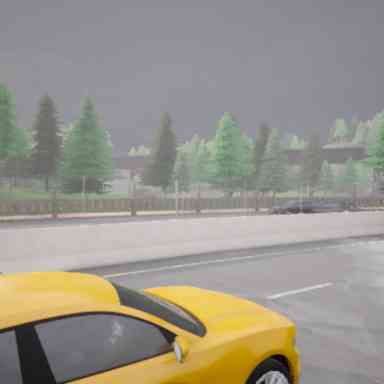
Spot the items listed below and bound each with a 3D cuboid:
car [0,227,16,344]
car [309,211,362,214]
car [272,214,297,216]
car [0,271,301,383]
[{"bbox_3d":[-5.198,1.445,4.211,5.008,1.535,1.882,0,0,-37],"label":"car"},{"bbox_3d":[11.115,1.478,25.406,4.181,1.385,1.994,0,0,-22],"label":"car"},{"bbox_3d":[8.753,1.401,28.229,4.892,1.490,1.837,0,0,-22],"label":"car"},{"bbox_3d":[-1.163,1.461,2.795,5.008,1.535,1.882,0,0,-35],"label":"car"}]
